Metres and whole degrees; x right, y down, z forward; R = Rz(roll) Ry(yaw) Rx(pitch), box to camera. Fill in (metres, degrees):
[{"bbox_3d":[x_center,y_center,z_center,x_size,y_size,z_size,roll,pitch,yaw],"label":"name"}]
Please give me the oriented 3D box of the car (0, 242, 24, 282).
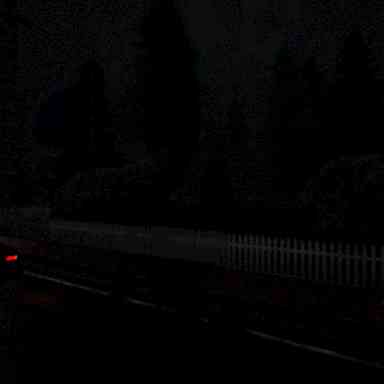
[{"bbox_3d":[-6.424,1.562,8.504,5.357,1.411,2.033,0,0,36],"label":"car"}]
